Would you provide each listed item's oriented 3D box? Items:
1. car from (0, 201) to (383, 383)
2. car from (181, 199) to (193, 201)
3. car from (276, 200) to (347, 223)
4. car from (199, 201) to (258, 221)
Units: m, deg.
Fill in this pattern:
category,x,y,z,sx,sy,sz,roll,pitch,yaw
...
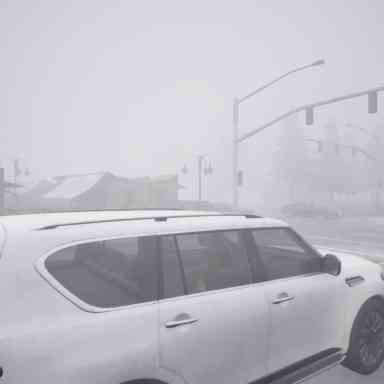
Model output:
category,x,y,z,sx,sy,sz,roll,pitch,yaw
car,0.183,1.221,3.944,5.566,2.045,2.150,0,0,-35
car,-0.528,1.564,39.316,1.994,1.385,4.181,0,0,-37
car,9.414,1.492,26.544,2.128,1.511,4.902,0,0,-40
car,3.019,1.547,28.778,2.033,1.411,5.357,0,0,-37
